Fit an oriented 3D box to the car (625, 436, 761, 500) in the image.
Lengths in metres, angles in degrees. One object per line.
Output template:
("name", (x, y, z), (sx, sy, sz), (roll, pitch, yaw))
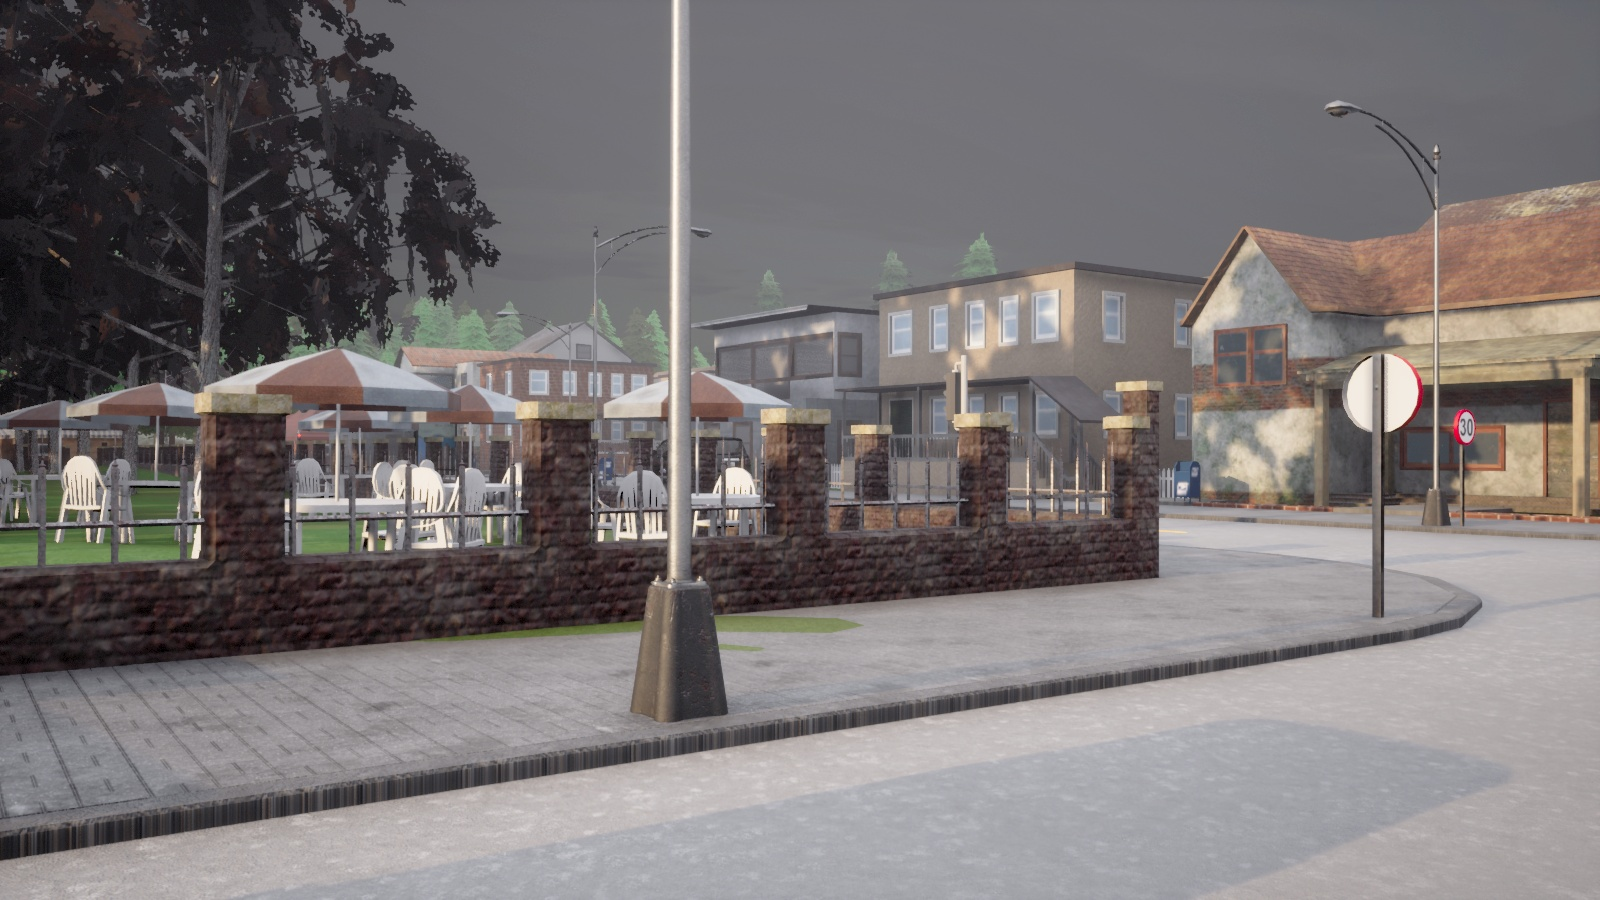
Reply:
("car", (-3.768, 0.577, 43.111), (2.150, 2.045, 5.566), (0, 0, -35))
